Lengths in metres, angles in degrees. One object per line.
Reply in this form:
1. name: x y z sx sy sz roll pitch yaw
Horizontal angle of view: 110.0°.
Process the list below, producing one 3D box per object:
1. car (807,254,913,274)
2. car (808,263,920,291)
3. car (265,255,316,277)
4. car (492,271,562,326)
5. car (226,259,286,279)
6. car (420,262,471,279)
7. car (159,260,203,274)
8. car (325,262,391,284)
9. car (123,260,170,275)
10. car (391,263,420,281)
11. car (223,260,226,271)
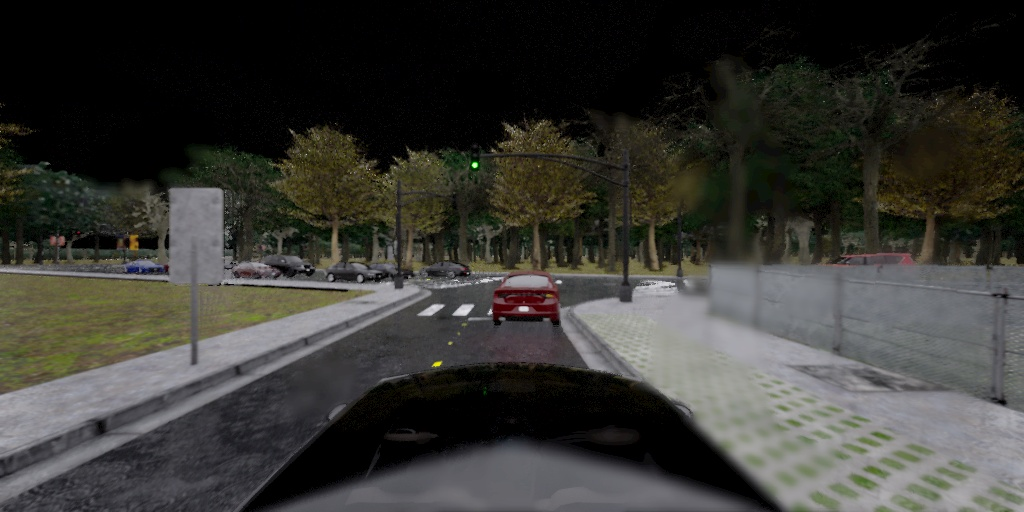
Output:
1. car: 22.113 0.919 23.068 5.566 2.045 2.150 0 0 23
2. car: 19.981 1.256 20.443 4.181 1.385 1.994 0 0 23
3. car: -21.620 0.956 34.630 5.566 2.045 2.150 0 0 23
4. car: 0.600 1.219 11.734 1.882 1.535 5.008 0 0 7
5. car: -22.458 1.255 31.454 4.674 1.442 1.812 0 0 24
6. car: -5.971 1.240 31.685 4.892 1.490 1.837 0 -1 25
7. car: -38.956 1.221 42.183 5.008 1.535 1.882 0 0 24
8. car: -11.784 1.225 26.846 4.892 1.490 1.837 0 0 23
9. car: -40.233 1.212 39.194 5.008 1.535 1.882 0 0 24
10. car: -10.675 1.276 29.911 5.357 1.411 2.033 0 0 23
11. car: -36.024 1.257 44.489 4.892 1.490 1.837 0 0 23
